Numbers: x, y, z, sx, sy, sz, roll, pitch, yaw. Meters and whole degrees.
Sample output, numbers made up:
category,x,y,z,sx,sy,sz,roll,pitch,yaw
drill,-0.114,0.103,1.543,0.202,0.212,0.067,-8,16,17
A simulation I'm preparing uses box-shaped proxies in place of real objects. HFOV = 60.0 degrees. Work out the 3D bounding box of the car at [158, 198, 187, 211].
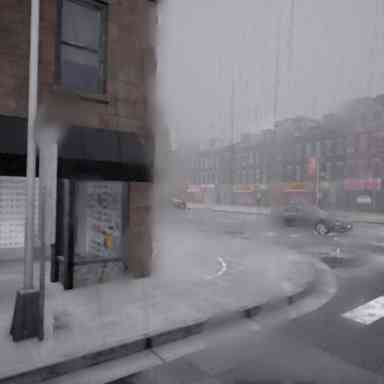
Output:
category,x,y,z,sx,sy,sz,roll,pitch,yaw
car,-2.660,1.559,43.235,1.882,1.535,5.008,2,-1,-36

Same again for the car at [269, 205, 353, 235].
category,x,y,z,sx,sy,sz,roll,pitch,yaw
car,6.652,1.533,19.053,1.837,1.490,4.892,2,-1,-36
